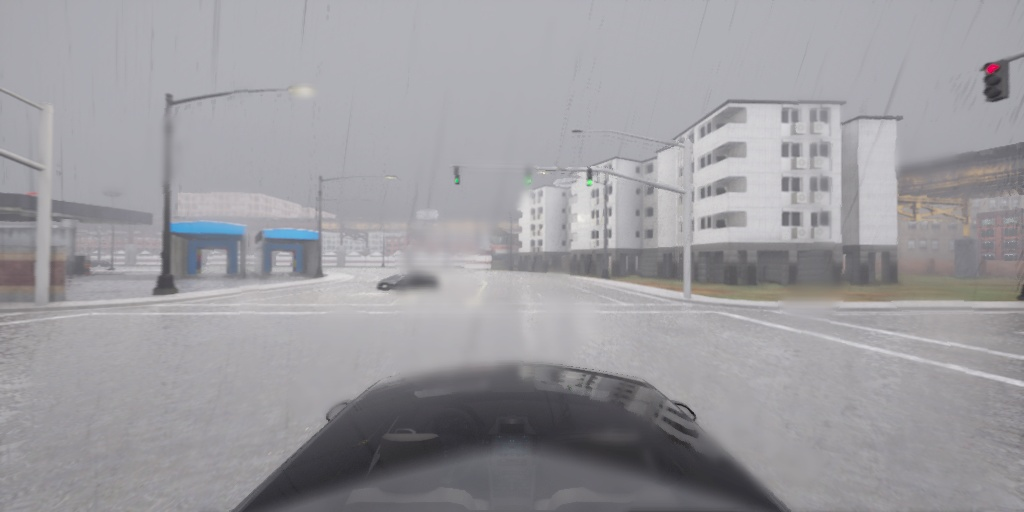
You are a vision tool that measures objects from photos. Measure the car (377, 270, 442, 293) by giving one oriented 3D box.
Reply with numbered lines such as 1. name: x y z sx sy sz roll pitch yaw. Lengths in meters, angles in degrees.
1. car: -6.555 1.631 23.282 1.994 1.385 4.181 0 0 34
